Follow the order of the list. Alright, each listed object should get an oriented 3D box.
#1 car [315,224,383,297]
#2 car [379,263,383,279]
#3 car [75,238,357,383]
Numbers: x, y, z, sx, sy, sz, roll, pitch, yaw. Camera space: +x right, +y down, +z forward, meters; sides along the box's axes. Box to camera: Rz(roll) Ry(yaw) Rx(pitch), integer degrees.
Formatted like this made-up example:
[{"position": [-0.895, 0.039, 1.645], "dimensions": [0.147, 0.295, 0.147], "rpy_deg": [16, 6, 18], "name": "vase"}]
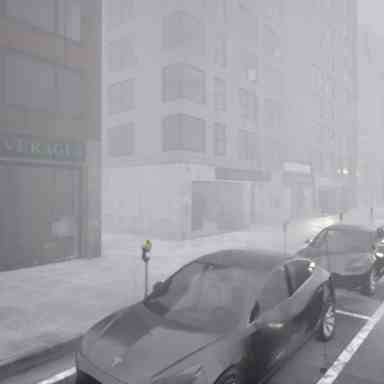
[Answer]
[{"position": [4.158, 1.567, 8.787], "dimensions": [1.947, 1.339, 4.313], "rpy_deg": [0, 0, 40], "name": "car"}, {"position": [4.641, 1.603, 5.397], "dimensions": [1.895, 1.301, 4.718], "rpy_deg": [0, 0, 40], "name": "car"}, {"position": [0.589, 1.566, 4.569], "dimensions": [1.947, 1.339, 4.313], "rpy_deg": [0, 0, 40], "name": "car"}]
